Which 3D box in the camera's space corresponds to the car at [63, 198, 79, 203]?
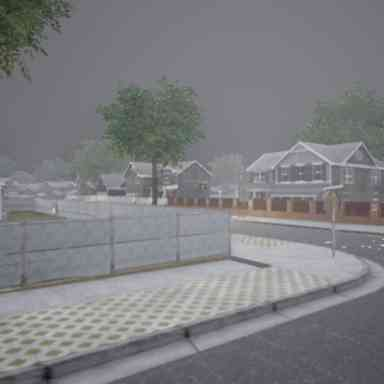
[{"bbox_3d":[-17.256,1.654,47.870,2.128,1.511,4.902,0,0,-36],"label":"car"}]
